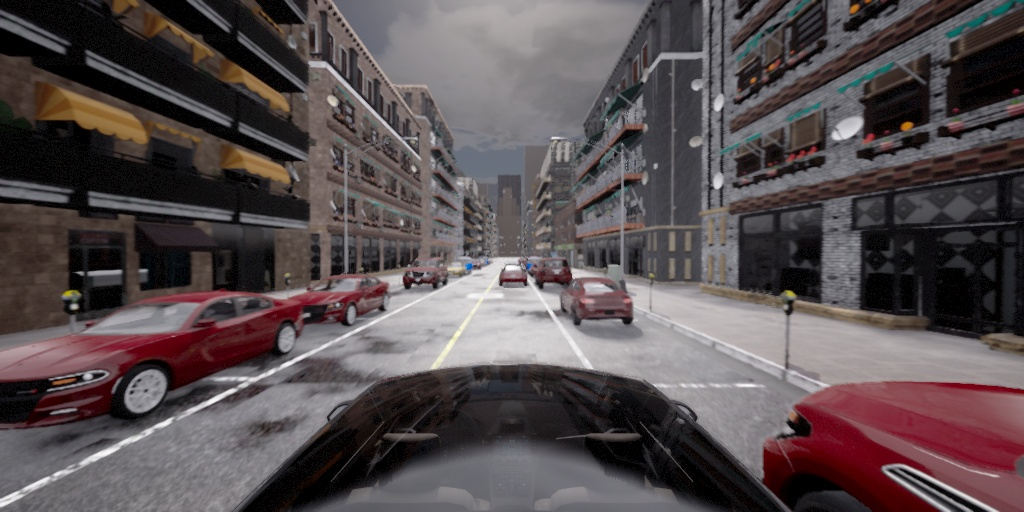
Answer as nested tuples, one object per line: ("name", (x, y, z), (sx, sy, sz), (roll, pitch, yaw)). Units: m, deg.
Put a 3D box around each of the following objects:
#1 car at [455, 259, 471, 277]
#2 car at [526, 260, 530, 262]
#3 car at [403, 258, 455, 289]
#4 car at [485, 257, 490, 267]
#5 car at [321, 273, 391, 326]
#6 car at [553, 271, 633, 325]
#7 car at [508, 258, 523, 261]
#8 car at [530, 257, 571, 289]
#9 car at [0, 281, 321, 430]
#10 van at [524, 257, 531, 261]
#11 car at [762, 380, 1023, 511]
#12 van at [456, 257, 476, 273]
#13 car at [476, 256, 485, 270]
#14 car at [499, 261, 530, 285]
("car", (-5.335, 1.222, 33.952), (1.751, 1.417, 4.829), (0, 0, 0))
("car", (2.545, 1.275, 34.089), (1.802, 1.307, 4.207), (0, 0, 0))
("car", (-5.328, 1.030, 22.819), (2.192, 1.841, 5.009), (0, 0, 0))
("car", (-5.353, 1.199, 62.379), (2.007, 1.370, 4.403), (0, 0, 0))
("car", (-5.321, 1.280, 11.517), (1.888, 1.381, 4.507), (0, 0, 0))
("car", (2.560, 1.314, 11.432), (1.802, 1.307, 4.207), (0, 0, 0))
("car", (0.063, 1.206, 41.944), (1.812, 1.442, 4.674), (0, 0, 0))
("car", (2.553, 1.027, 22.760), (2.192, 1.841, 5.009), (0, 0, 0))
("car", (-5.317, 1.290, 5.866), (1.888, 1.381, 4.507), (0, 0, 0))
("van", (2.542, 1.024, 39.753), (1.690, 1.789, 3.998), (0, 0, 0))
("car", (2.567, 1.067, 0.103), (2.192, 1.841, 5.009), (0, 0, 0))
("van", (-5.339, 1.028, 39.774), (1.690, 1.789, 3.998), (0, 0, 0))
("car", (-5.346, 1.107, 51.076), (1.967, 1.591, 4.097), (0, 0, 0))
("car", (0.085, 1.272, 25.673), (1.994, 1.385, 4.181), (0, 0, 0))
